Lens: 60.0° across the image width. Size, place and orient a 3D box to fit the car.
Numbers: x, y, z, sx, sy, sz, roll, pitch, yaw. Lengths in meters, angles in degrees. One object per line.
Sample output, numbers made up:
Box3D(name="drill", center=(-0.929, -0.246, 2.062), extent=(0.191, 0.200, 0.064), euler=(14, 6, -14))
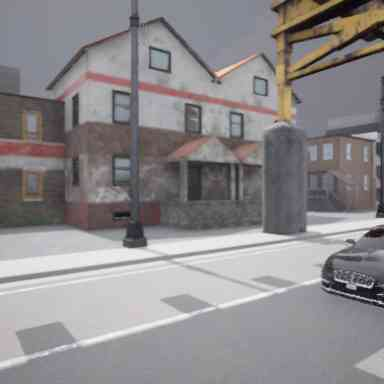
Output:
Box3D(name="car", center=(4.891, 1.466, 7.467), extent=(4.892, 1.490, 1.837), euler=(0, 0, -35))
